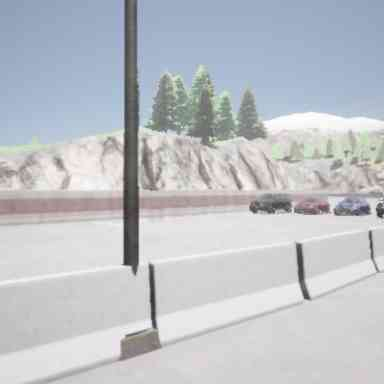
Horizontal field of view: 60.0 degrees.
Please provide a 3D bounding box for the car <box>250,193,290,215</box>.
[{"bbox_3d":[8.129,1.149,33.781,2.150,2.045,5.566,0,0,44],"label":"car"}]

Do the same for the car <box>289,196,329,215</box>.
[{"bbox_3d":[11.839,1.272,32.635,2.097,1.767,4.553,0,0,44],"label":"car"}]

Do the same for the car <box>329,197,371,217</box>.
[{"bbox_3d":[14.794,1.269,30.643,2.097,1.767,4.553,0,0,44],"label":"car"}]

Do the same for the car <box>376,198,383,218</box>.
[{"bbox_3d":[17.607,1.138,28.491,2.150,2.045,5.566,0,0,43],"label":"car"}]
